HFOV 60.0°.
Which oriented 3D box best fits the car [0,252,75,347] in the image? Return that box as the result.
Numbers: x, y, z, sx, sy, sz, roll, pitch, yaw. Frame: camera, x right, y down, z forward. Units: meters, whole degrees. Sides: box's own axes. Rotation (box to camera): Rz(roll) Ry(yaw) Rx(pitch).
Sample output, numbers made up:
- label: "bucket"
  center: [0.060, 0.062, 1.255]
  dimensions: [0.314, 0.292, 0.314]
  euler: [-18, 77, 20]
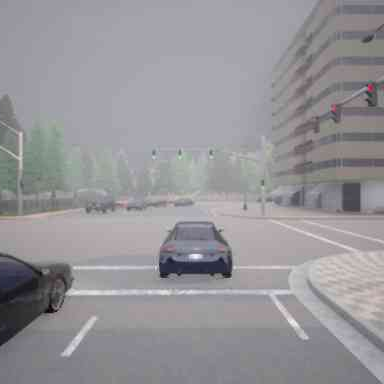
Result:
- label: "car"
  center: [-3.412, 1.559, 4.612]
  dimensions: [2.033, 1.411, 5.357]
  euler: [0, 0, 0]

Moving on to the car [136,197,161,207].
- label: "car"
  center: [-7.434, 1.688, 57.380]
  dimensions: [2.033, 1.411, 5.357]
  euler: [0, 0, 21]

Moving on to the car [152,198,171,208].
- label: "car"
  center: [-5.443, 1.605, 52.047]
  dimensions: [1.882, 1.535, 5.008]
  euler: [0, 0, 15]

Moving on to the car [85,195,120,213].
- label: "car"
  center: [-10.468, 1.316, 38.513]
  dimensions: [2.150, 2.045, 5.566]
  euler: [0, 0, 2]

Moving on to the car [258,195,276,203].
- label: "car"
  center: [17.159, 1.538, 74.896]
  dimensions: [4.553, 1.767, 2.097]
  euler: [0, 0, -26]

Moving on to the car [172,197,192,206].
- label: "car"
  center: [-1.771, 1.714, 61.344]
  dimensions: [1.994, 1.385, 4.181]
  euler: [0, 0, 28]

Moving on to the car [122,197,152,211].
- label: "car"
  center: [-6.897, 1.651, 42.175]
  dimensions: [2.033, 1.411, 5.357]
  euler: [0, 0, 2]

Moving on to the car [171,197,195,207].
- label: "car"
  center: [-1.212, 1.679, 53.916]
  dimensions: [2.033, 1.411, 5.357]
  euler: [0, 0, 20]

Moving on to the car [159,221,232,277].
- label: "car"
  center: [0.094, 1.591, 10.347]
  dimensions: [1.994, 1.385, 4.181]
  euler: [0, 0, 0]

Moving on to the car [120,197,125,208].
- label: "car"
  center: [-9.660, 1.470, 47.947]
  dimensions: [2.097, 1.767, 4.553]
  euler: [0, 0, 8]

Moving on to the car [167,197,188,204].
- label: "car"
  center: [-2.826, 1.688, 66.522]
  dimensions: [1.812, 1.442, 4.674]
  euler: [0, 0, 34]
